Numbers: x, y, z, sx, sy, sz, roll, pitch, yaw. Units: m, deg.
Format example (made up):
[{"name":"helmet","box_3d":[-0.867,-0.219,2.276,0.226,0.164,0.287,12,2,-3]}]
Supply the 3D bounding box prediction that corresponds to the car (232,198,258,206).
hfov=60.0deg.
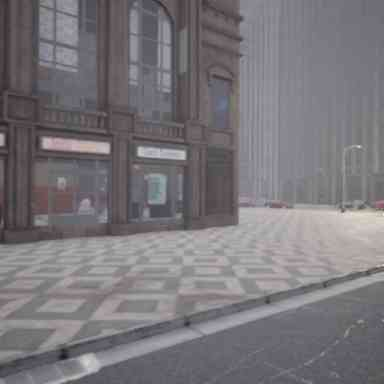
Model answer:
[{"name":"car","box_3d":[9.613,1.782,60.613,1.812,1.442,4.674,0,0,-36]}]

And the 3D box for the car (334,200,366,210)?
[{"name":"car","box_3d":[22.646,1.853,47.678,1.947,1.339,4.313,0,0,-36]}]

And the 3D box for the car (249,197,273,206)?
[{"name":"car","box_3d":[12.611,1.714,61.300,1.967,1.590,4.097,0,0,-36]}]

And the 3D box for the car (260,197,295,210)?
[{"name":"car","box_3d":[12.422,1.775,47.182,1.887,1.381,4.507,0,0,-36]}]

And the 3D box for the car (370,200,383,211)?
[{"name":"car","box_3d":[25.993,1.606,43.138,2.192,1.841,5.009,0,0,-36]}]

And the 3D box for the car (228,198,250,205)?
[{"name":"car","box_3d":[9.263,1.851,65.841,1.802,1.307,4.206,0,0,-36]}]

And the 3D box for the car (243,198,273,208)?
[{"name":"car","box_3d":[10.632,1.767,53.989,1.812,1.442,4.674,0,0,-36]}]

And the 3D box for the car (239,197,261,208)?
[{"name":"car","box_3d":[9.077,1.808,51.721,1.802,1.307,4.206,0,0,-36]}]
